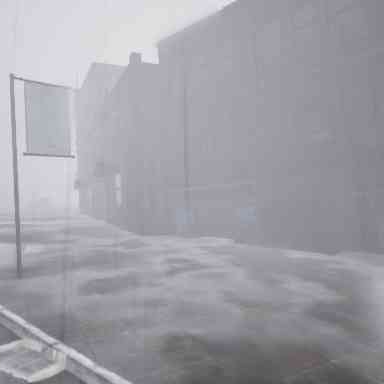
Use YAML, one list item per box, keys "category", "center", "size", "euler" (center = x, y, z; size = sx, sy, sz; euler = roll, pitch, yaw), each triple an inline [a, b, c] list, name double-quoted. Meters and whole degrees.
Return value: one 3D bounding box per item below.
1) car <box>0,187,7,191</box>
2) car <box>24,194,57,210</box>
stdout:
- category: "car"
  center: [-47.450, -0.646, 79.378]
  size: [2.231, 1.521, 4.892]
  euler: [-4, -3, 5]
- category: "car"
  center: [-26.320, 1.917, 57.203]
  size: [2.150, 2.045, 5.566]
  euler: [-4, -1, 9]
